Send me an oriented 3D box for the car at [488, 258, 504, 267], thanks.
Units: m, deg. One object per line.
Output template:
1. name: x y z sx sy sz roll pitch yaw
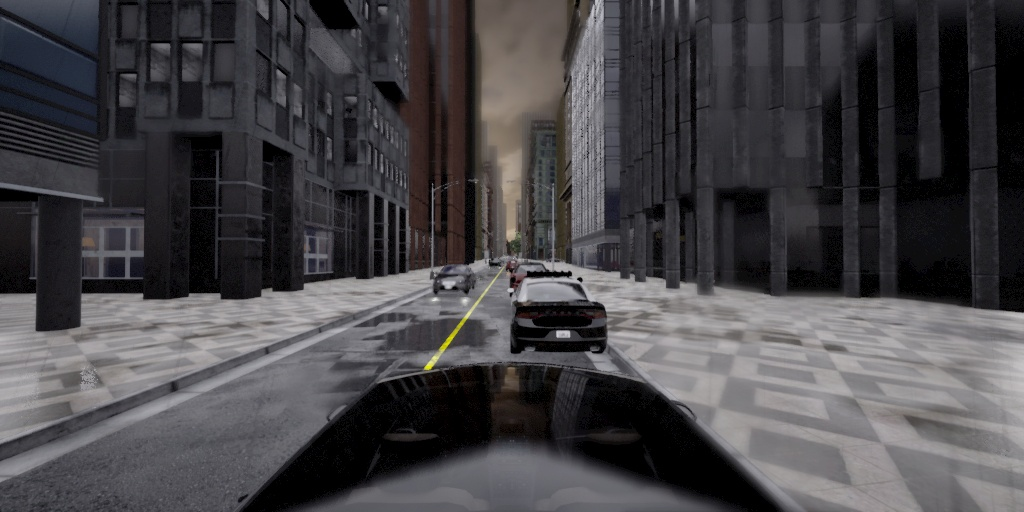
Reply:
1. car: -2.991 1.086 63.157 2.097 1.767 4.553 0 0 0

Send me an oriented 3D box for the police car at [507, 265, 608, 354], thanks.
1. police car: 0.907 1.176 8.911 1.930 1.638 5.238 0 0 0

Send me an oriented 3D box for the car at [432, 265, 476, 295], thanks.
1. car: -3.080 1.239 19.841 2.128 1.511 4.902 0 0 0

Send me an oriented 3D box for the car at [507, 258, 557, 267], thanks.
1. car: 0.918 1.099 18.772 2.097 1.767 4.553 0 0 0

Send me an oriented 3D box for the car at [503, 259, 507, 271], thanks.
1. car: 0.117 1.262 48.363 1.812 1.442 4.674 0 0 1
